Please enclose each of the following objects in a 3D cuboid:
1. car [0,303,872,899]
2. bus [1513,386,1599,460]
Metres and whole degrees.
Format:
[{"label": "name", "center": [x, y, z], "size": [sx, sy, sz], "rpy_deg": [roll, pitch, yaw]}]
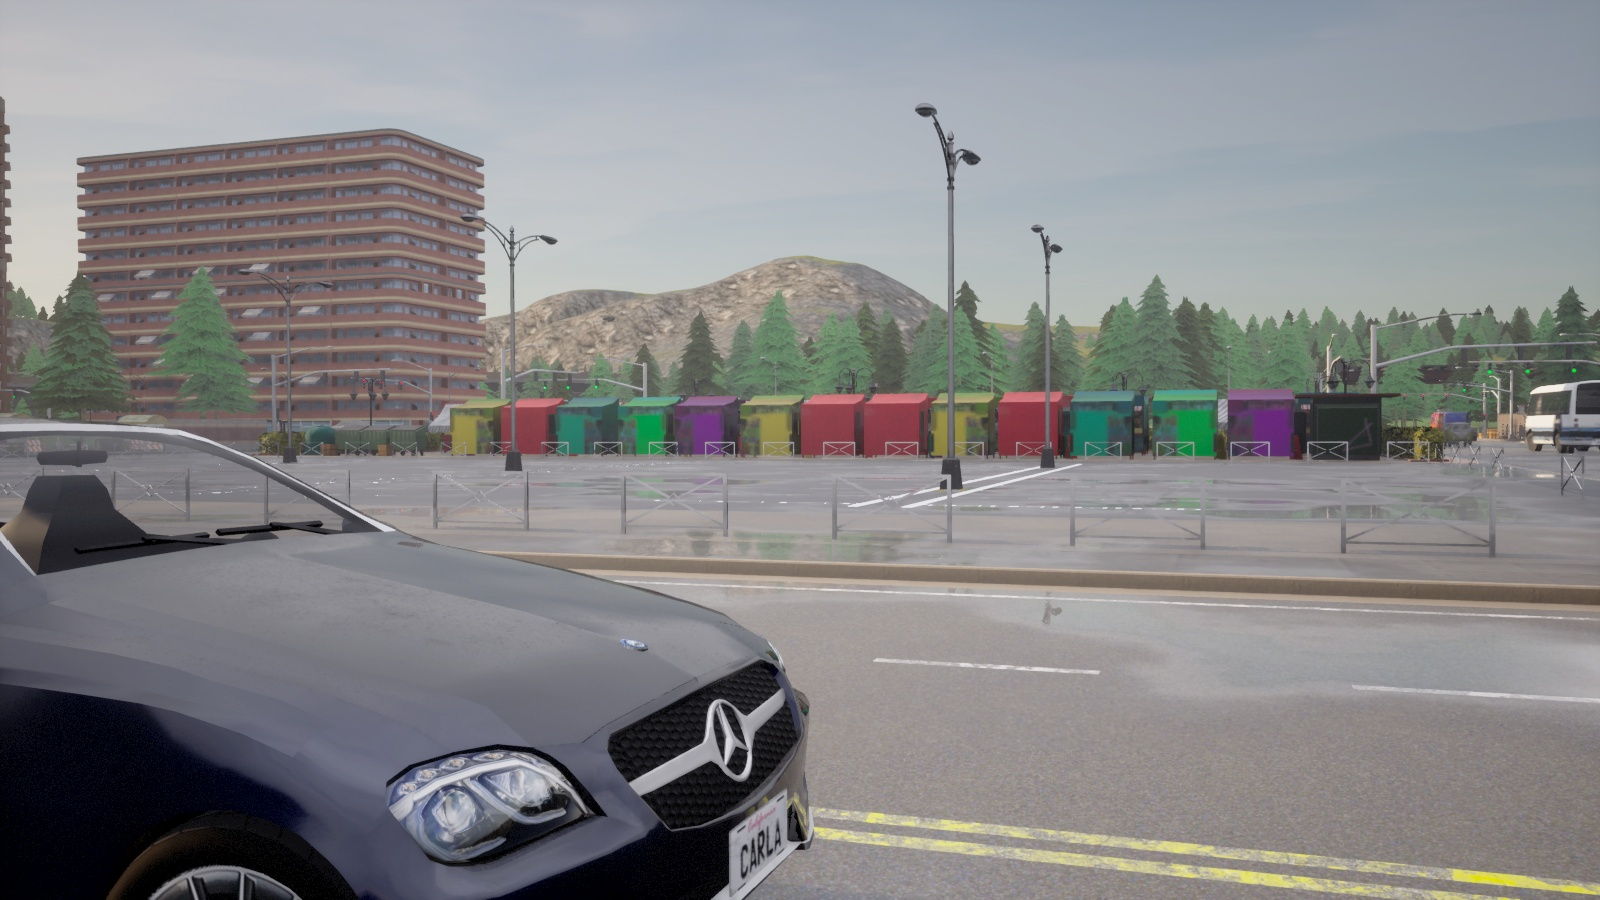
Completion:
[{"label": "car", "center": [-2.485, 0.531, 4.025], "size": [5.027, 1.651, 2.152], "rpy_deg": [1, 1, 19]}, {"label": "bus", "center": [47.447, -1.607, 77.139], "size": [3.944, 4.253, 10.273], "rpy_deg": [1, 1, 16]}]
